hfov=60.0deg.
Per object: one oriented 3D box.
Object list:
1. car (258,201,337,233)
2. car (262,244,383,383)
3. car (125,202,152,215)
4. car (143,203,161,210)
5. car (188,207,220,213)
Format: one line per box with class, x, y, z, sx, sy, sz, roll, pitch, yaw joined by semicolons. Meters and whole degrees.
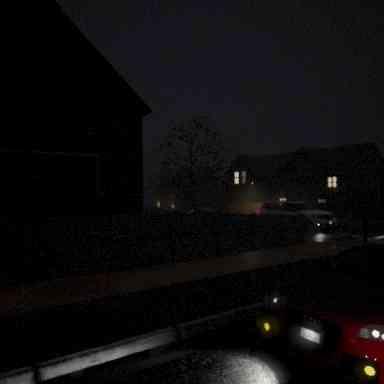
car;7.017;1.620;22.947;2.150;2.045;5.566;-1;-1;-36
car;3.078;1.583;5.241;4.181;1.385;1.994;0;0;-35
car;-7.946;2.423;48.723;2.097;1.767;4.553;-1;-1;-35
car;-4.693;2.380;39.246;1.837;1.490;4.892;-1;-1;-36
car;1.315;2.156;30.871;1.812;1.442;4.674;-1;-1;-36
